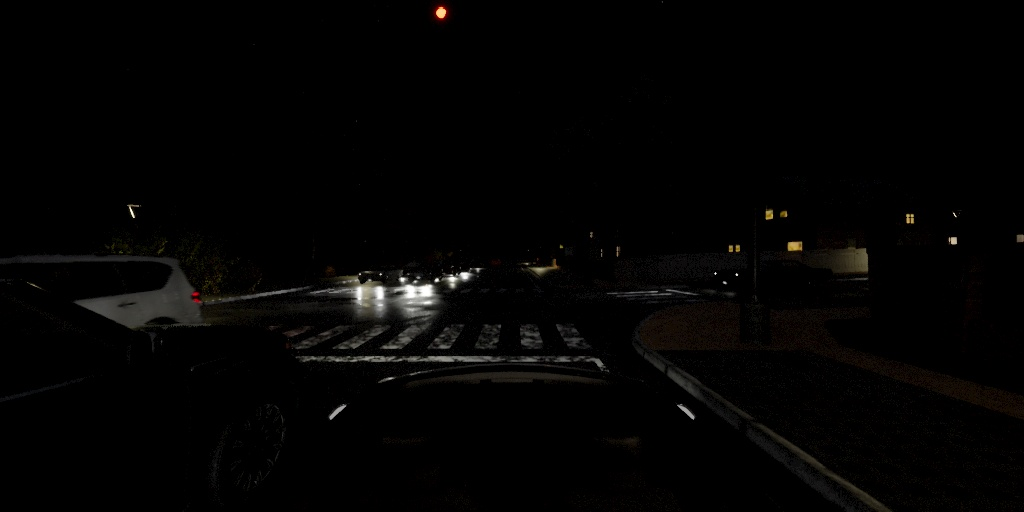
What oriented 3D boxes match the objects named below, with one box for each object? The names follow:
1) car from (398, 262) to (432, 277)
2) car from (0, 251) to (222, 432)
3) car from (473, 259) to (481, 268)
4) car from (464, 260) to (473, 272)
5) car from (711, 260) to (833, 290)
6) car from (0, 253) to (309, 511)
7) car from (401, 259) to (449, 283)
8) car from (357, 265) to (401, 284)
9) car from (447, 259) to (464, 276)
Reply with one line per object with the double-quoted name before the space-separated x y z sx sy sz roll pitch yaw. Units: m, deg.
"car" -9.845 1.318 36.722 2.033 1.411 5.357 0 0 0
"car" -6.871 0.975 4.419 2.150 2.045 5.566 0 0 -1
"car" -6.498 1.331 62.446 1.812 1.442 4.674 0 0 0
"car" -6.585 1.382 46.609 1.895 1.301 4.718 0 0 0
"car" 12.015 0.853 16.778 4.718 1.301 1.895 -2 -1 -5
"car" -3.159 0.971 1.207 2.150 2.045 5.566 0 0 2
"car" -6.596 1.254 27.731 2.128 1.511 4.902 0 0 0
"car" -9.848 1.363 27.070 1.895 1.301 4.718 0 0 0
"car" -6.590 1.123 36.871 2.097 1.767 4.553 0 0 0
